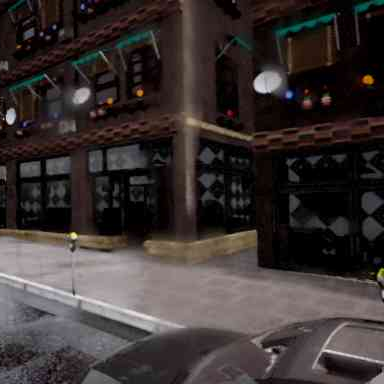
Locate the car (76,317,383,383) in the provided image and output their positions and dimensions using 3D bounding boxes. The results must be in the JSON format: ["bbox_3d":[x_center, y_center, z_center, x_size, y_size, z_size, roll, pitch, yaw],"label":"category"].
[{"bbox_3d":[1.001,1.551,2.030,4.403,1.369,2.008,0,-1,36],"label":"car"}]
